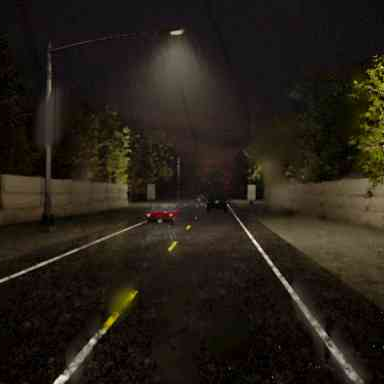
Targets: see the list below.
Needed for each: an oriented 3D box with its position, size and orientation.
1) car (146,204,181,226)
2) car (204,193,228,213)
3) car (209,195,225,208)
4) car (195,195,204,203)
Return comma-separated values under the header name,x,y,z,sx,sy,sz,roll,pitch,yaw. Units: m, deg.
name,x,y,z,sx,sy,sz,roll,pitch,yaw
car,-1.900,1.550,23.370,1.895,1.301,4.718,0,0,4
car,2.790,1.173,37.283,2.150,2.045,5.566,0,0,4
car,3.669,1.282,48.519,2.097,1.767,4.553,0,0,5
car,1.641,1.360,67.934,2.128,1.511,4.902,0,0,5
